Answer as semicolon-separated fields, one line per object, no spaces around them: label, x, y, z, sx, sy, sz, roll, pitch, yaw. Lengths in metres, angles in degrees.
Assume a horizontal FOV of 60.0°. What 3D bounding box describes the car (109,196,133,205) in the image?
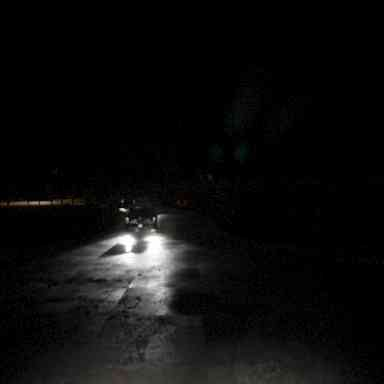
car;-11.425;1.362;53.407;1.895;1.301;4.718;-1;1;-38

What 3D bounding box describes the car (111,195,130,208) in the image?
car;-8.784;1.142;43.312;2.097;1.767;4.553;-1;0;-27

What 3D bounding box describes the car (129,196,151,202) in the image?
car;-4.814;1.339;32.552;1.812;1.442;4.674;0;0;-15

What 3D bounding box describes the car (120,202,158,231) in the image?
car;-2.998;1.482;19.969;1.895;1.301;4.718;0;0;-6

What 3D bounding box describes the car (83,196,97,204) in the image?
car;-18.116;1.389;60.865;4.181;1.385;1.994;-1;1;42
